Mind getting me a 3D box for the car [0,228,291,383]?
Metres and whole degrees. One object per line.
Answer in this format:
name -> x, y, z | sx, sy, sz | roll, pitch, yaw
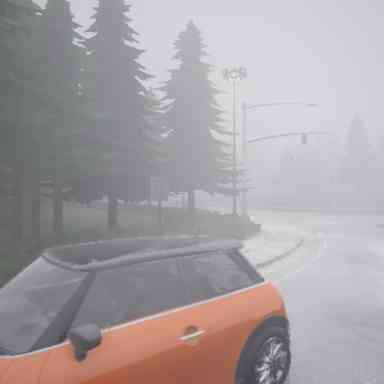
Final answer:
car -> -1.033, 1.352, 3.431 | 4.553, 1.767, 2.097 | 0, 0, -38
